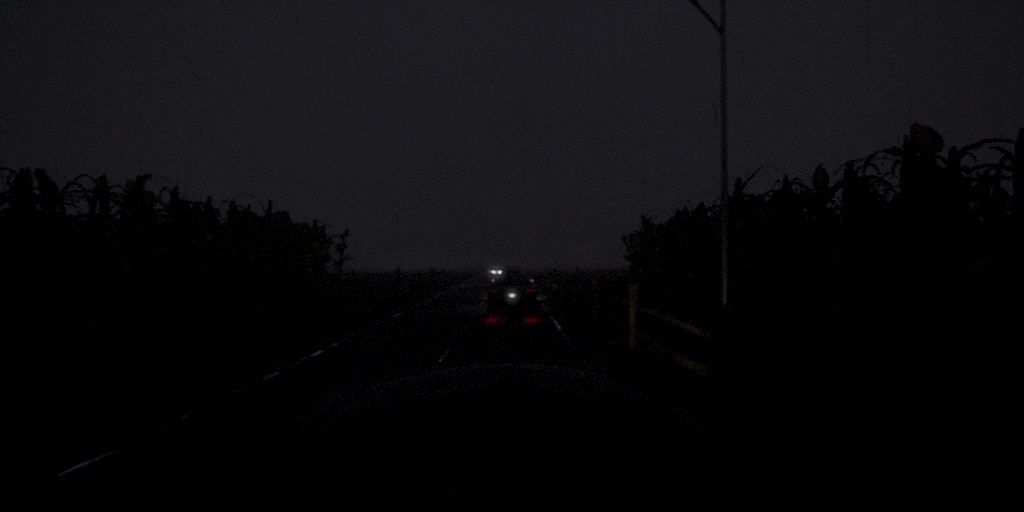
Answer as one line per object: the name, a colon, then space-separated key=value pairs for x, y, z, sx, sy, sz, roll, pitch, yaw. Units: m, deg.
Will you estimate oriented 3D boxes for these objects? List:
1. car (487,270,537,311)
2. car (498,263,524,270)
car: x=0.023 y=1.462 z=15.334 sx=1.994 sy=1.385 sz=4.181 roll=0 pitch=-1 yaw=1
car: x=0.033 y=1.554 z=31.104 sx=1.882 sy=1.535 sz=5.008 roll=0 pitch=0 yaw=1
